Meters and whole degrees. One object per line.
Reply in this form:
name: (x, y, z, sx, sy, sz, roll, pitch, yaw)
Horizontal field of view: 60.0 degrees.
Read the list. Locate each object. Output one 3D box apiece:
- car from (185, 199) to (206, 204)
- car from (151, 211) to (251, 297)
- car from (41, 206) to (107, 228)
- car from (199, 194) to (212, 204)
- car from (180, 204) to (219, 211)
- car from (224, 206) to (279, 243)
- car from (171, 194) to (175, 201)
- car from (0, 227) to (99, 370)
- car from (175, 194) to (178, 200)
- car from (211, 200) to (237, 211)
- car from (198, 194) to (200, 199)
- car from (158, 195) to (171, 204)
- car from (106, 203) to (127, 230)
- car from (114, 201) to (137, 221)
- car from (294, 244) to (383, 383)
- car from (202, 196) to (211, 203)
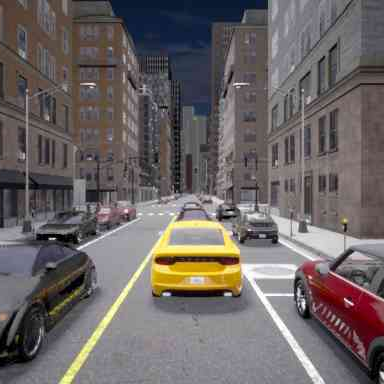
car: (0.011, 1.529, 26.416, 1.812, 1.442, 4.674, 0, 0, 2)
car: (0.098, 1.478, 8.612, 1.882, 1.535, 5.008, 0, 0, 0)
car: (-5.663, 1.567, 15.688, 1.947, 1.339, 4.313, 0, 0, 0)
car: (2.917, 1.483, 63.778, 1.967, 1.590, 4.097, 0, 0, 0)
car: (0.114, 1.565, 17.605, 1.994, 1.385, 4.181, 0, 0, 0)
car: (2.862, 1.552, 15.685, 2.008, 1.369, 4.403, 0, 0, 0)
car: (-5.582, 1.615, 74.611, 2.008, 1.369, 4.403, 0, 0, 0)
car: (-3.096, 1.564, 5.700, 1.994, 1.385, 4.181, 0, 0, 0)
car: (-5.547, 1.636, 90.667, 1.752, 1.417, 4.829, 0, 0, 0)
car: (2.867, 1.569, 26.687, 1.947, 1.339, 4.313, 0, 0, 0)
car: (2.942, 1.615, 74.595, 2.008, 1.369, 4.403, 0, 0, 0)
car: (-5.607, 1.625, 63.794, 1.802, 1.307, 4.206, 0, 0, 0)
car: (-5.661, 1.584, 21.190, 1.802, 1.307, 4.206, 0, 0, 0)
car: (-5.658, 1.443, 26.691, 1.967, 1.590, 4.097, 0, 0, 0)
car: (2.858, 1.440, 4.682, 1.967, 1.590, 4.097, 0, 0, 0)
car: (2.930, 1.578, 69.357, 1.752, 1.417, 4.829, 0, 0, 0)
